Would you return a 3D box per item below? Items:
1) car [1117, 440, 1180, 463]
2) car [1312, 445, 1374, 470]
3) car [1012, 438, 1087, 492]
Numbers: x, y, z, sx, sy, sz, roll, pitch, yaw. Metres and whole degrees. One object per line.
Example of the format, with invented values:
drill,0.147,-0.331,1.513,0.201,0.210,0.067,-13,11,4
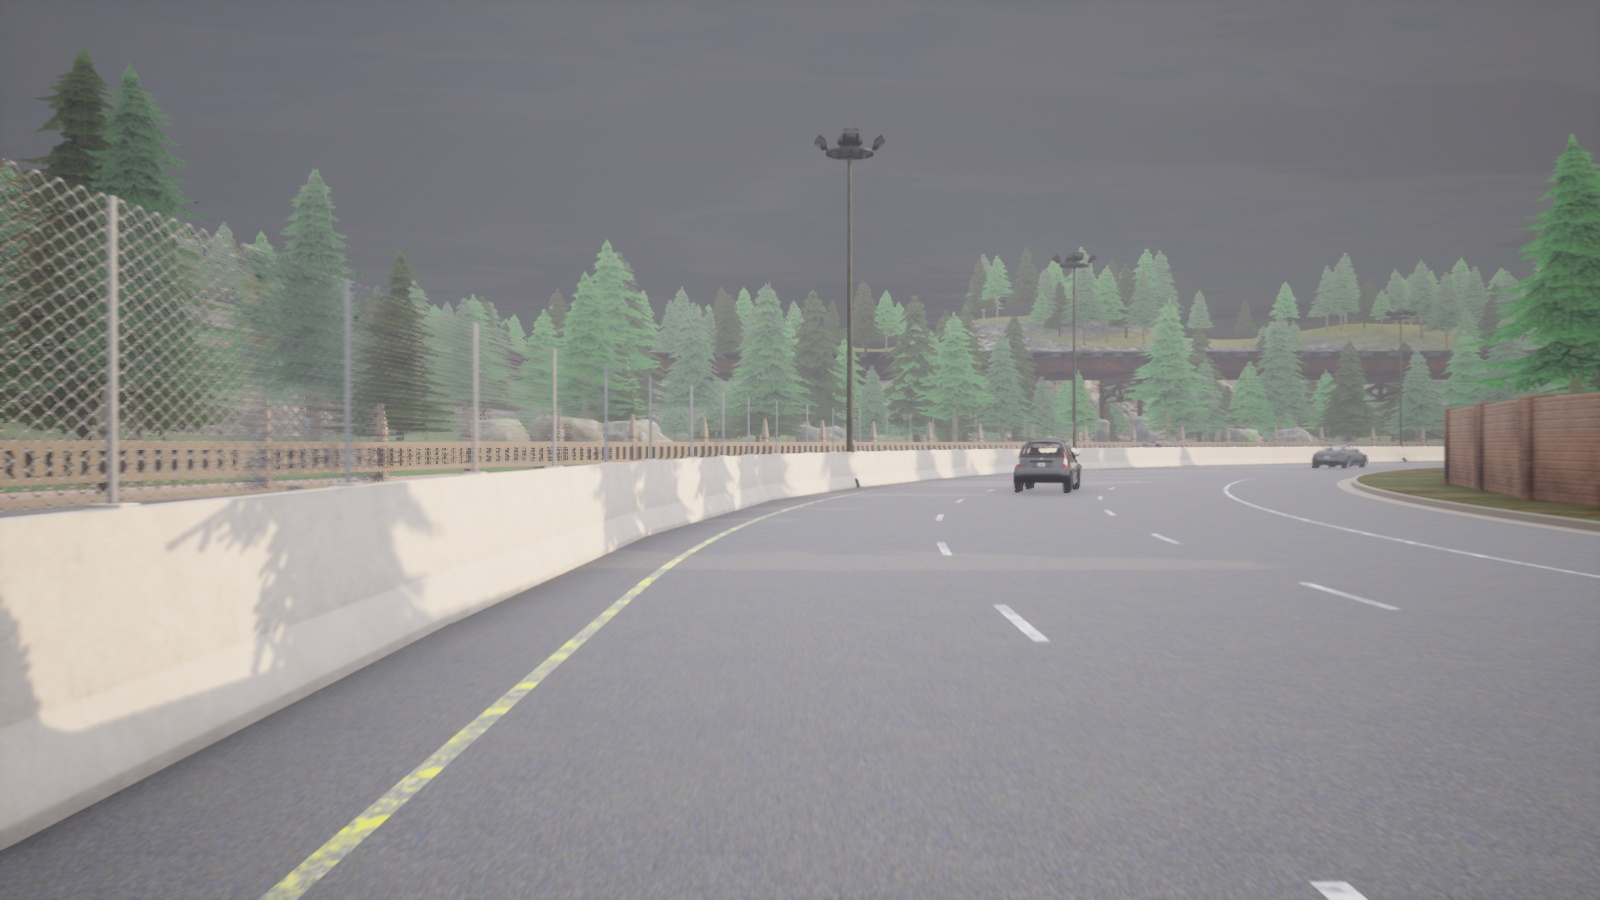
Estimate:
car,25.248,0.104,90.992,4.611,1.667,2.242,0,0,-42
car,31.372,0.431,72.521,1.994,1.385,4.181,0,0,43
car,7.841,0.432,39.237,1.851,1.617,3.988,0,0,18
